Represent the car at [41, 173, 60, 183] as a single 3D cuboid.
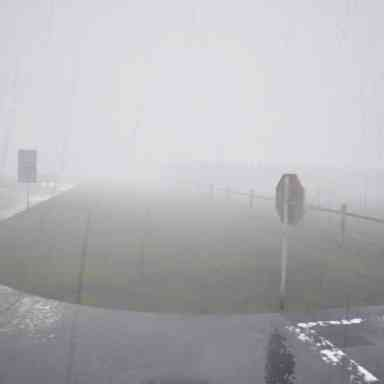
[{"bbox_3d":[-20.678,-2.108,48.674,1.994,1.385,4.181,1,4,-13],"label":"car"}]
